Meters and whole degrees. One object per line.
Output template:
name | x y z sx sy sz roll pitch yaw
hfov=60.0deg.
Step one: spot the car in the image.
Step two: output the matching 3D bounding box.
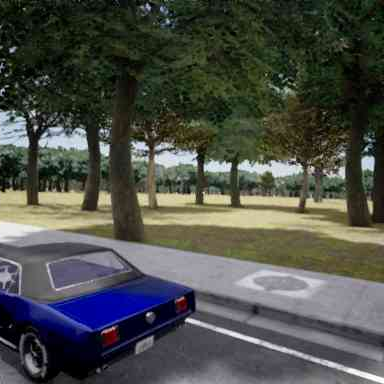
car | -2.360 1.469 5.246 4.718 1.301 1.895 2 1 35
